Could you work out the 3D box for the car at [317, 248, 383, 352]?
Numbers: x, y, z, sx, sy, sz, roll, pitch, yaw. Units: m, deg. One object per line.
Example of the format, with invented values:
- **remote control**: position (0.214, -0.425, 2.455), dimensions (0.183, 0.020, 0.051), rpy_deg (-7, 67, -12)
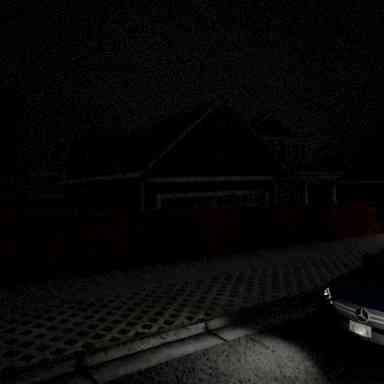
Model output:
- **car**: position (4.131, 1.513, 5.600), dimensions (4.674, 1.442, 1.812), rpy_deg (0, 0, -33)
